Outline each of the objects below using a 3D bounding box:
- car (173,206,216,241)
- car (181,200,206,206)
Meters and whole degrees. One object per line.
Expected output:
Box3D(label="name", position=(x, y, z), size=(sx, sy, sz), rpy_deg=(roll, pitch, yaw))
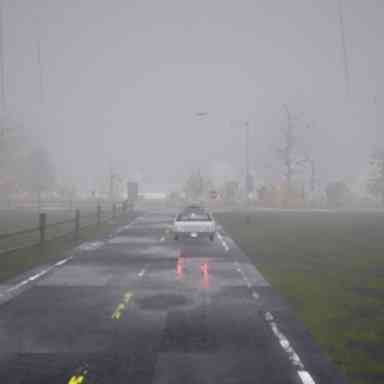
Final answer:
Box3D(label="car", position=(0.098, 1.570, 16.574), size=(1.895, 1.301, 4.718), rpy_deg=(0, 0, 0))
Box3D(label="car", position=(0.119, 1.452, 28.297), size=(1.837, 1.490, 4.892), rpy_deg=(0, 1, 0))
